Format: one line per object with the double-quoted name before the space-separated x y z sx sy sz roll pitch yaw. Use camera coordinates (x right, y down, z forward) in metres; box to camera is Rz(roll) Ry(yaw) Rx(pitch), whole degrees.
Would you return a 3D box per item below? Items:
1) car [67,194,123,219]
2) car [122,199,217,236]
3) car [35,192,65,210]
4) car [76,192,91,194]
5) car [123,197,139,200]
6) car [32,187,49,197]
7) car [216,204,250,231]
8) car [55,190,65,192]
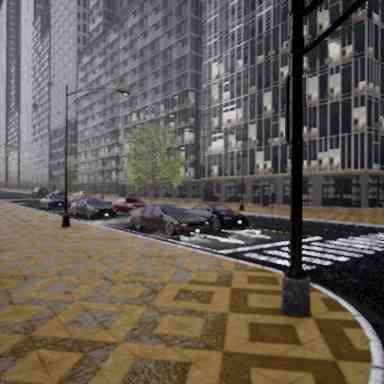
"car" -7.594 1.162 25.332 2.033 1.411 5.357 0 1 -38
"car" -1.372 1.350 17.408 2.033 1.411 5.357 0 1 -38
"car" -13.808 0.990 33.277 1.994 1.385 4.181 0 1 -38
"car" -11.437 0.986 35.520 2.033 1.411 5.357 0 1 -38
"car" -5.017 1.159 27.312 1.812 1.442 4.674 0 1 -38
"car" -28.900 0.058 63.472 2.150 2.045 5.566 0 1 -38
"car" 1.317 1.389 19.246 1.994 1.385 4.181 0 1 -38
"car" -25.777 0.377 64.749 1.837 1.490 4.892 0 1 -38
